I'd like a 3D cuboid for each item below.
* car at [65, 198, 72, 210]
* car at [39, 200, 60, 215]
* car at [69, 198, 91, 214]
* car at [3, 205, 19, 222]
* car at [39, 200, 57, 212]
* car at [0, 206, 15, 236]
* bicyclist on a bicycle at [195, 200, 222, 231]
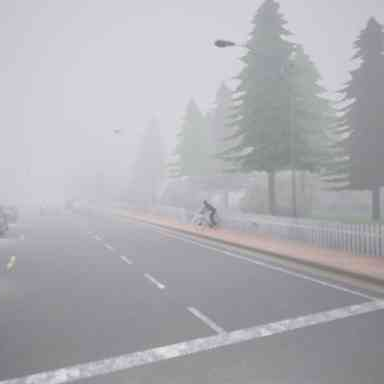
[{"bbox_3d":[-17.040,1.673,48.014,2.097,1.767,4.553,-1,0,-24],"label":"car"},{"bbox_3d":[-16.417,1.845,38.334,1.812,1.442,4.674,-1,0,-24],"label":"car"},{"bbox_3d":[-13.265,1.772,39.859,1.812,1.442,4.674,-1,0,-24],"label":"car"},{"bbox_3d":[-16.214,1.874,29.092,2.033,1.411,5.357,-1,0,-24],"label":"car"},{"bbox_3d":[-20.243,1.886,46.612,2.128,1.511,4.902,-1,0,-24],"label":"car"},{"bbox_3d":[-11.961,1.791,19.700,2.033,1.411,5.357,-1,0,-25],"label":"car"},{"bbox_3d":[0.872,1.259,17.993,1.656,1.620,0.582,-1,0,-24],"label":"bicyclist on a bicycle"}]
